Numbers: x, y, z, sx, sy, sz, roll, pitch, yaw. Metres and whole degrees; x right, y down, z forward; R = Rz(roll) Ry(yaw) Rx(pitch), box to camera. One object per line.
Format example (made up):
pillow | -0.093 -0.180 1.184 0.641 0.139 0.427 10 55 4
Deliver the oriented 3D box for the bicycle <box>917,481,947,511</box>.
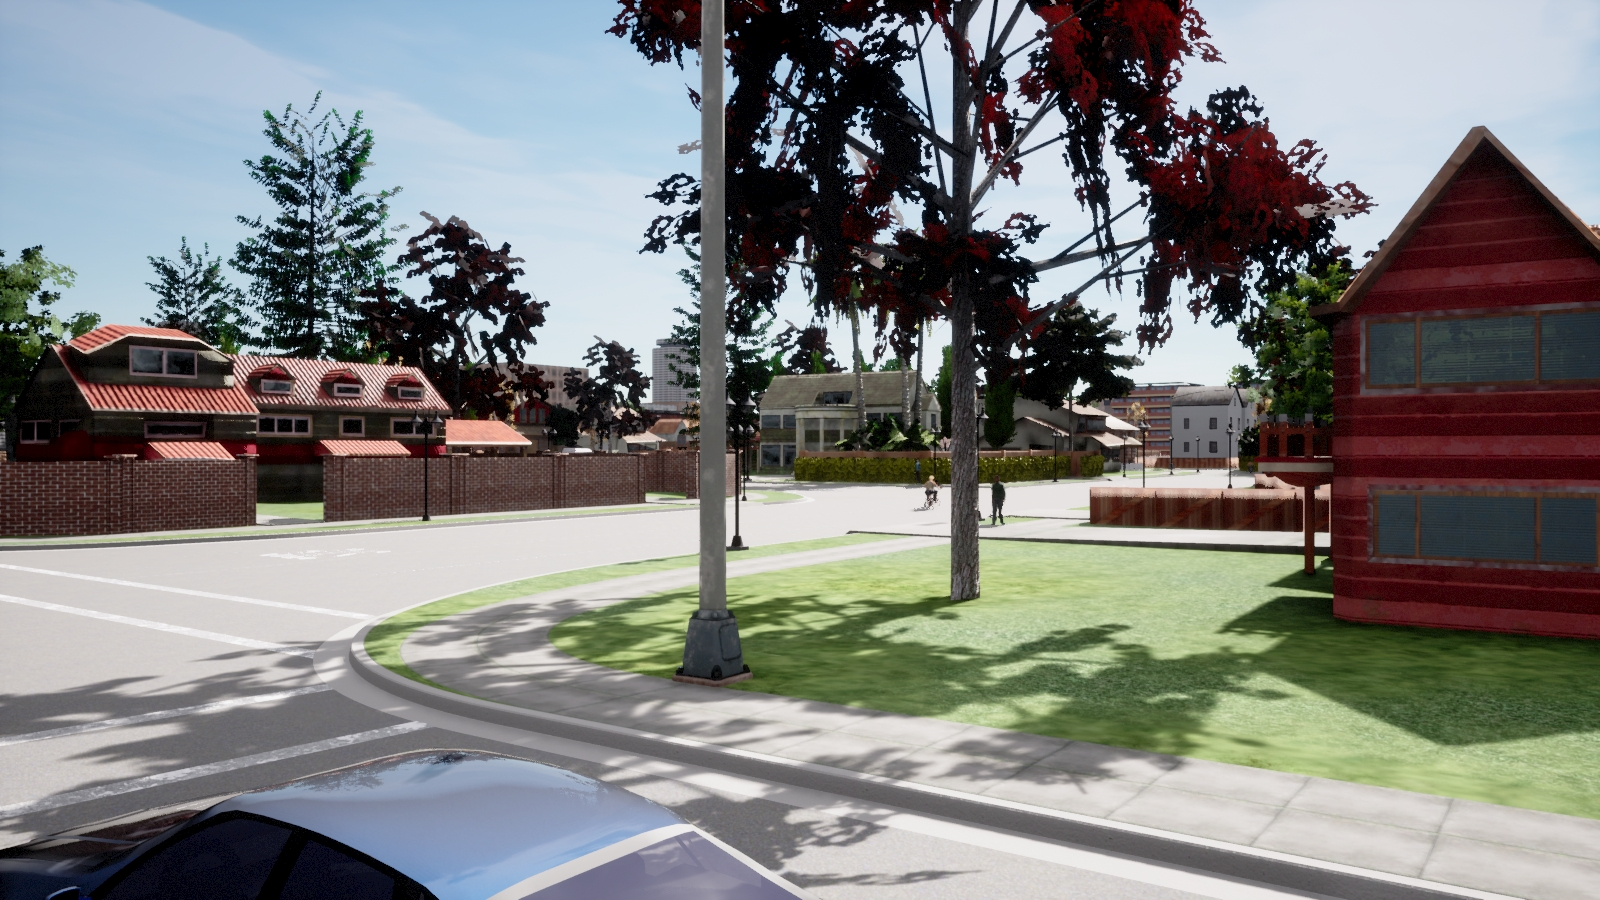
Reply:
bicycle | 6.194 2.145 53.559 0.859 1.301 1.487 0 0 32

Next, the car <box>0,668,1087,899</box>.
car | -1.713 2.106 4.943 5.357 1.411 2.033 0 0 36

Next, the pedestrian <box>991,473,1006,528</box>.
pedestrian | 6.760 1.704 38.914 0.375 1.860 0.375 0 0 35
